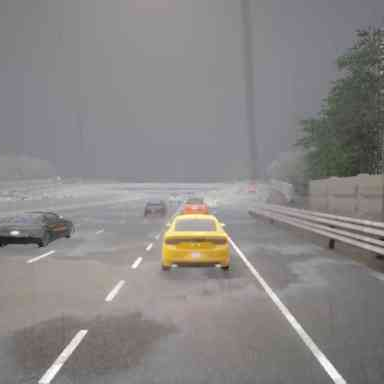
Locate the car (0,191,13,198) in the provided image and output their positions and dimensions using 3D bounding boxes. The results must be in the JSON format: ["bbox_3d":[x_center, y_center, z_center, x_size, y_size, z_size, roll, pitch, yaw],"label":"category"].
[{"bbox_3d":[-45.902,0.589,82.550,1.812,1.442,4.674,0,2,-15],"label":"car"}]

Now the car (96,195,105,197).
[{"bbox_3d":[-24.429,1.398,88.033,1.812,1.442,4.674,0,0,0],"label":"car"}]

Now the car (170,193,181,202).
[{"bbox_3d":[-3.349,1.221,67.404,2.150,2.045,5.566,0,0,0],"label":"car"}]

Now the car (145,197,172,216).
[{"bbox_3d":[-3.407,1.491,32.203,2.128,1.511,4.902,0,0,0],"label":"car"}]

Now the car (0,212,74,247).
[{"bbox_3d":[-6.877,1.563,14.945,1.994,1.385,4.181,0,0,0],"label":"car"}]

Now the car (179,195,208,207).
[{"bbox_3d":[0.301,1.351,28.988,2.097,1.767,4.553,0,0,2],"label":"car"}]

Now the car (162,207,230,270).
[{"bbox_3d":[0.113,1.477,11.041,1.882,1.535,5.008,0,0,0],"label":"car"}]
